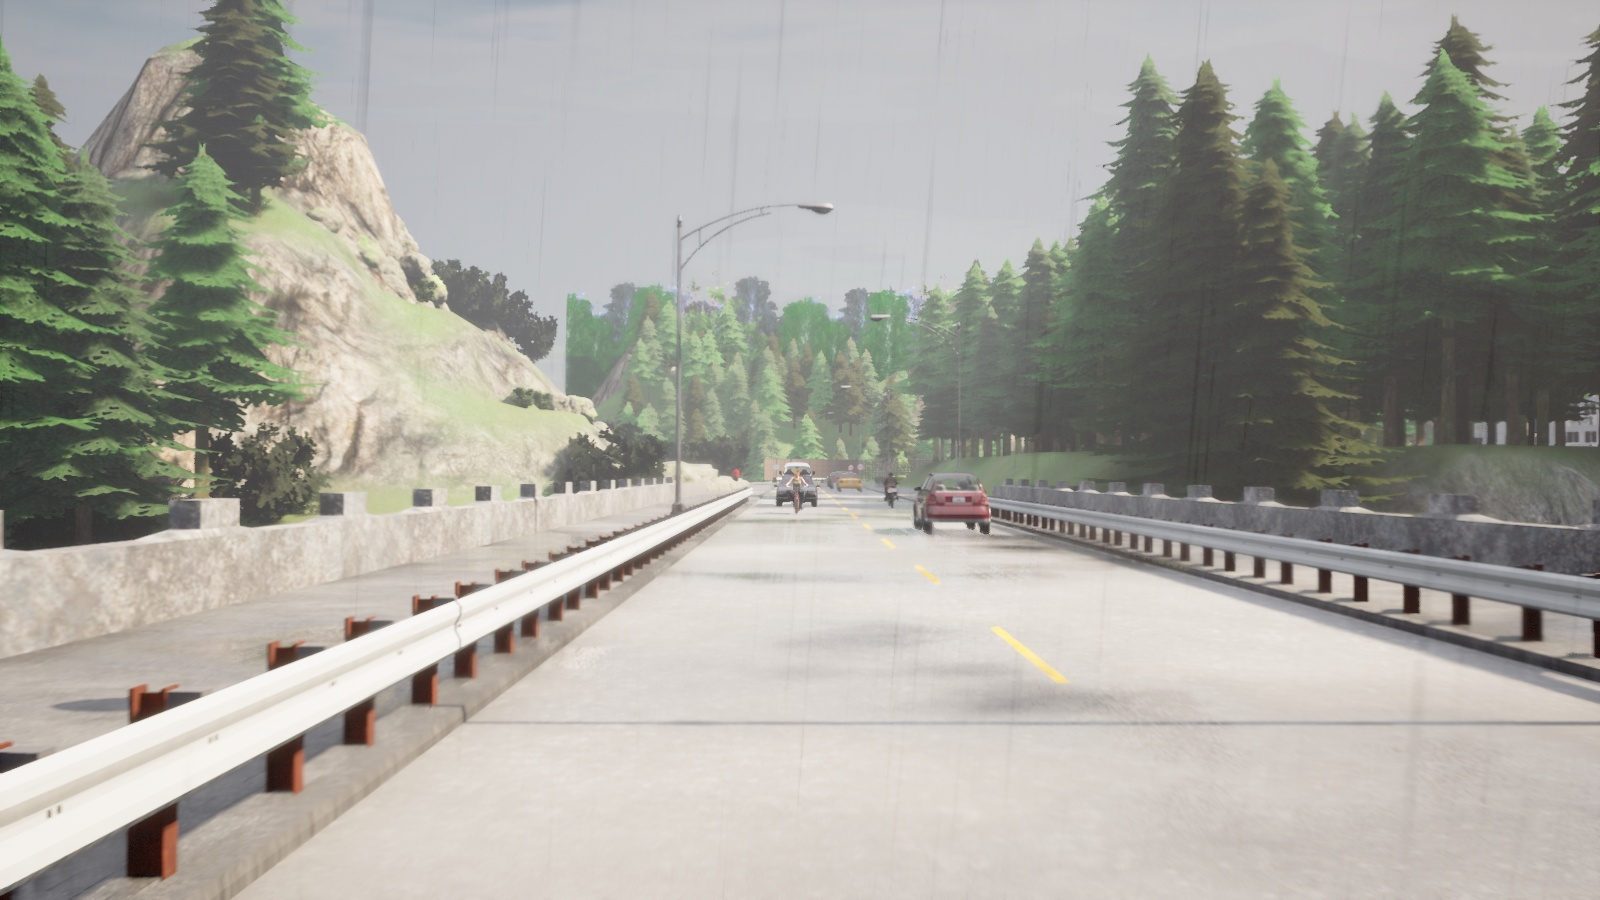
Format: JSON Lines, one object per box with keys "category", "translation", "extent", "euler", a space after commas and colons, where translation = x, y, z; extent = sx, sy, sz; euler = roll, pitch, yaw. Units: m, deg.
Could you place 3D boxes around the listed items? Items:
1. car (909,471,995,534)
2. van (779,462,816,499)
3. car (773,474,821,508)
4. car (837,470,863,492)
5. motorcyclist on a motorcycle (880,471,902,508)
{"category": "car", "translation": [3.930, 1.330, 32.988], "extent": [1.789, 1.549, 3.705], "euler": [0, -1, 0]}
{"category": "van", "translation": [-0.158, 1.754, 72.957], "extent": [2.069, 2.038, 4.480], "euler": [0, 0, 0]}
{"category": "car", "translation": [-0.120, 1.801, 56.052], "extent": [2.033, 1.411, 5.357], "euler": [0, -1, 0]}
{"category": "car", "translation": [3.791, 2.345, 95.975], "extent": [1.801, 1.575, 5.366], "euler": [0, -1, 0]}
{"category": "motorcyclist on a motorcycle", "translation": [3.886, 1.678, 53.604], "extent": [0.797, 1.523, 2.044], "euler": [0, -1, 0]}
